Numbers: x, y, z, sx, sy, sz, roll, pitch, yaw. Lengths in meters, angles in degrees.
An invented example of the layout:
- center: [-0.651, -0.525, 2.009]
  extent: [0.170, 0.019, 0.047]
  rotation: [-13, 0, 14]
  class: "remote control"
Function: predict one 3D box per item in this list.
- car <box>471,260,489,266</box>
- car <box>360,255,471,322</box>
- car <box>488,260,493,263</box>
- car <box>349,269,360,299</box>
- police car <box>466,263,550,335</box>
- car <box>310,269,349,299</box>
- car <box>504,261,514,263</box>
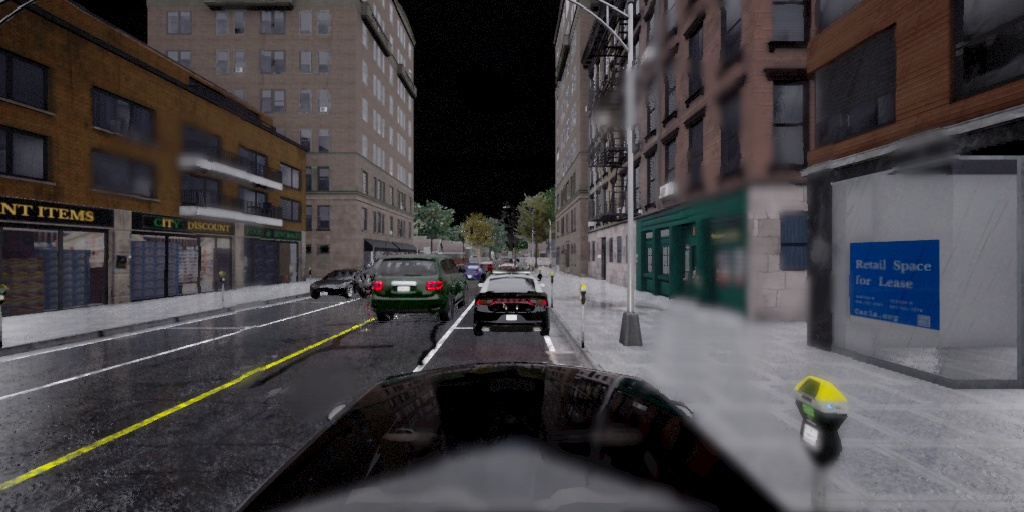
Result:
- center: [-3.025, 1.280, 27.860]
  extent: [1.812, 1.442, 4.674]
  rotation: [0, 0, 0]
  class: "car"
- center: [-2.922, 0.973, 12.378]
  extent: [2.150, 2.045, 5.566]
  rotation: [0, 0, 0]
  class: "car"
- center: [-2.924, 1.242, 41.161]
  extent: [1.882, 1.535, 5.008]
  rotation: [0, 0, 0]
  class: "car"
- center: [-5.869, 0.972, 18.328]
  extent: [2.150, 2.045, 5.566]
  rotation: [0, 0, 0]
  class: "car"
- center: [-0.012, 1.175, 10.610]
  extent: [1.930, 1.638, 5.238]
  rotation: [0, 0, 0]
  class: "police car"
- center: [-8.408, 1.316, 18.201]
  extent: [1.948, 1.339, 4.313]
  rotation: [0, 0, 0]
  class: "car"
- center: [-0.383, 1.281, 29.411]
  extent: [1.751, 1.417, 4.829]
  rotation: [0, 0, 0]
  class: "car"
